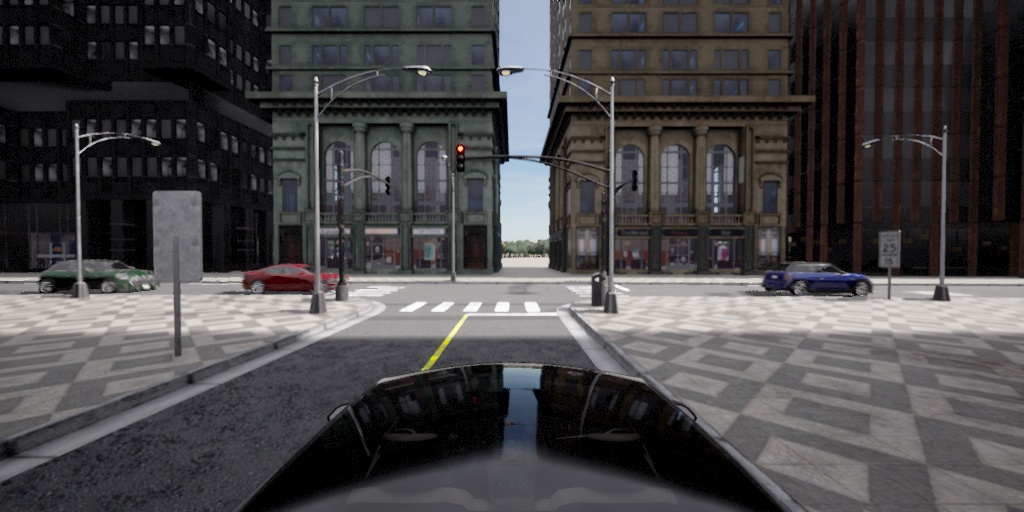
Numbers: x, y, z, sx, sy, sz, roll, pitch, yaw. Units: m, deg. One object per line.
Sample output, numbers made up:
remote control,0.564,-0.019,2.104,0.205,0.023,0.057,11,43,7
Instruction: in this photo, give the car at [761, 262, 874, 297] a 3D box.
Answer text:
car,15.584,1.098,18.400,4.553,1.767,2.097,0,1,0

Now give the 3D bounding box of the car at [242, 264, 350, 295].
car,-10.999,1.160,18.449,5.008,1.535,1.882,0,1,0

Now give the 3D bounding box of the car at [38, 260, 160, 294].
car,-21.085,0.988,18.466,4.553,1.767,2.097,0,1,0
